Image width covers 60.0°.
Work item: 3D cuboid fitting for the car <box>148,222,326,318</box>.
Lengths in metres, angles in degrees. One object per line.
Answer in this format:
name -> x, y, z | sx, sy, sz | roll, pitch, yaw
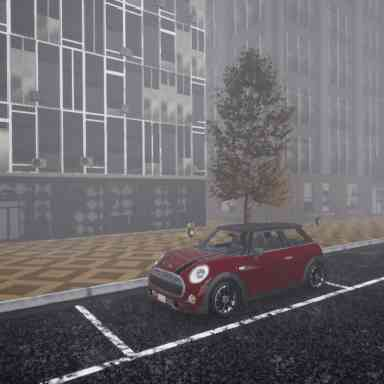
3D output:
car -> 1.059, 1.439, 7.323 | 4.097, 1.590, 1.967 | 0, -1, -35
